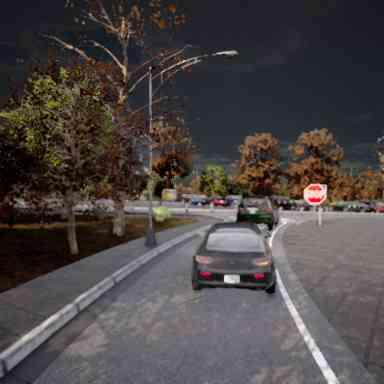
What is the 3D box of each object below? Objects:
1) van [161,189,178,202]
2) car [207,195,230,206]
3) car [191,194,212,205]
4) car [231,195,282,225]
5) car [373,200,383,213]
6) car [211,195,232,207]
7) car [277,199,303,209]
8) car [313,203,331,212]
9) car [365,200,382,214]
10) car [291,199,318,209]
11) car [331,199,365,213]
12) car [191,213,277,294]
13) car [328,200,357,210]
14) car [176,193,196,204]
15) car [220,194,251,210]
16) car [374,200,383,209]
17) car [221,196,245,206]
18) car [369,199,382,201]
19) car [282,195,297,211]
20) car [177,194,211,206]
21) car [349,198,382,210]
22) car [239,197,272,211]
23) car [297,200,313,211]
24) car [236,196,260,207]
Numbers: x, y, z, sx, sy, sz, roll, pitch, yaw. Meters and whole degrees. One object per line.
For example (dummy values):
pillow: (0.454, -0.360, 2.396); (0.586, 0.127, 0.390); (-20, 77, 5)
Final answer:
van: (-3.586, 0.600, 53.316); (1.878, 1.987, 4.442); (4, 0, -17)
car: (4.352, 1.379, 55.871); (2.163, 1.488, 4.792); (4, 0, -17)
car: (1.576, 1.211, 55.008); (2.002, 1.452, 4.674); (4, -1, -17)
car: (4.412, 1.272, 21.817); (2.150, 2.045, 5.566); (0, 0, 20)
car: (26.845, 2.429, 48.981); (2.163, 1.488, 4.792); (2, 0, -17)
car: (2.855, 1.164, 41.761); (2.163, 1.488, 4.792); (4, -1, -17)
car: (17.585, 2.049, 59.817); (2.097, 1.535, 5.008); (2, 0, -17)
car: (16.187, 1.967, 45.713); (2.163, 1.488, 4.792); (3, 0, -17)
car: (24.195, 2.327, 48.122); (2.163, 1.488, 4.792); (2, 0, -17)
car: (20.377, 2.167, 60.656); (2.231, 1.521, 4.892); (2, 0, -17)
car: (21.534, 2.061, 47.318); (2.185, 1.767, 4.553); (2, 0, -17)
car: (1.103, 1.504, 8.668); (1.812, 1.442, 4.674); (0, 0, 8)
car: (28.310, 2.444, 62.855); (1.946, 1.575, 5.366); (2, 0, -17)
car: (-1.086, 1.033, 54.206); (2.002, 1.452, 4.674); (4, -1, -17)
car: (5.526, 1.187, 42.566); (2.185, 1.767, 4.553); (4, 0, -17)
car: (38.935, 2.580, 66.274); (2.185, 1.767, 4.553); (1, 0, -17)
car: (6.978, 1.506, 56.825); (1.946, 1.575, 5.366); (3, 0, -17)
car: (29.518, 2.369, 49.785); (2.185, 1.767, 4.553); (2, 0, -17)
car: (10.861, 1.393, 44.168); (2.435, 2.045, 5.566); (3, 0, -17)
car: (0.212, 0.986, 40.904); (2.163, 1.488, 4.792); (4, -1, -17)
car: (33.596, 2.340, 64.665); (2.435, 2.045, 5.566); (1, 0, -17)
car: (8.185, 1.482, 43.330); (2.097, 1.535, 5.008); (3, 0, -17)
car: (13.524, 1.797, 44.936); (2.231, 1.521, 4.892); (3, 0, -17)
car: (9.651, 1.659, 57.629); (1.946, 1.575, 5.366); (3, 0, -17)
